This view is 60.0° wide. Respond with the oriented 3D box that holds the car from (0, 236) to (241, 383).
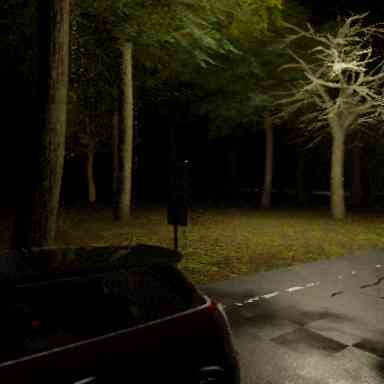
[{"bbox_3d":[-1.797,1.351,2.714,4.553,1.767,2.097,0,0,-36],"label":"car"}]
